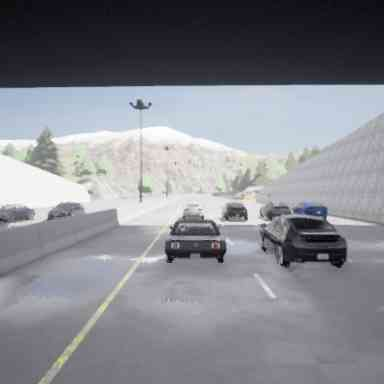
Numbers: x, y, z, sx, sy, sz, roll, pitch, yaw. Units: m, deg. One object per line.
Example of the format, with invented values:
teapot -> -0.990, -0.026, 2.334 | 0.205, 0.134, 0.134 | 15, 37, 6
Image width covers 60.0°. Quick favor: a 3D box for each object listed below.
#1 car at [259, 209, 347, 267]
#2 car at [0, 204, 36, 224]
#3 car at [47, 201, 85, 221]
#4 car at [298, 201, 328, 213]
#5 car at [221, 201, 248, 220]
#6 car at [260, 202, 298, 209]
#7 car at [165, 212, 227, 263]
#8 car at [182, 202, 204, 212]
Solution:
car -> 3.609, 1.540, 11.565 | 1.837, 1.490, 4.892 | 0, 0, 0
car -> -14.074, 1.627, 25.790 | 2.033, 1.411, 5.357 | 0, 0, 0
car -> -10.567, 1.592, 28.291 | 1.837, 1.490, 4.892 | 0, 0, 0
car -> 10.631, 1.570, 30.327 | 1.882, 1.535, 5.008 | 0, 0, 0
car -> 3.630, 1.592, 28.799 | 1.837, 1.490, 4.892 | 0, 0, 0
car -> 7.129, 1.579, 28.732 | 2.128, 1.511, 4.902 | 0, 0, 0
car -> 0.109, 1.638, 12.160 | 1.895, 1.301, 4.718 | 0, 0, 0
car -> 0.117, 1.616, 29.785 | 1.812, 1.442, 4.674 | 0, 0, 0
